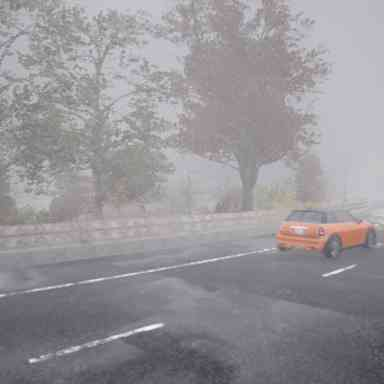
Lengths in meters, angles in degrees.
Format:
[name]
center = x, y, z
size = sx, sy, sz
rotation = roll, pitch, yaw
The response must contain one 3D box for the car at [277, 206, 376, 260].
[car]
center = 5.303, 1.376, 12.918
size = 4.553, 1.767, 2.097
rotation = 0, 0, -41
